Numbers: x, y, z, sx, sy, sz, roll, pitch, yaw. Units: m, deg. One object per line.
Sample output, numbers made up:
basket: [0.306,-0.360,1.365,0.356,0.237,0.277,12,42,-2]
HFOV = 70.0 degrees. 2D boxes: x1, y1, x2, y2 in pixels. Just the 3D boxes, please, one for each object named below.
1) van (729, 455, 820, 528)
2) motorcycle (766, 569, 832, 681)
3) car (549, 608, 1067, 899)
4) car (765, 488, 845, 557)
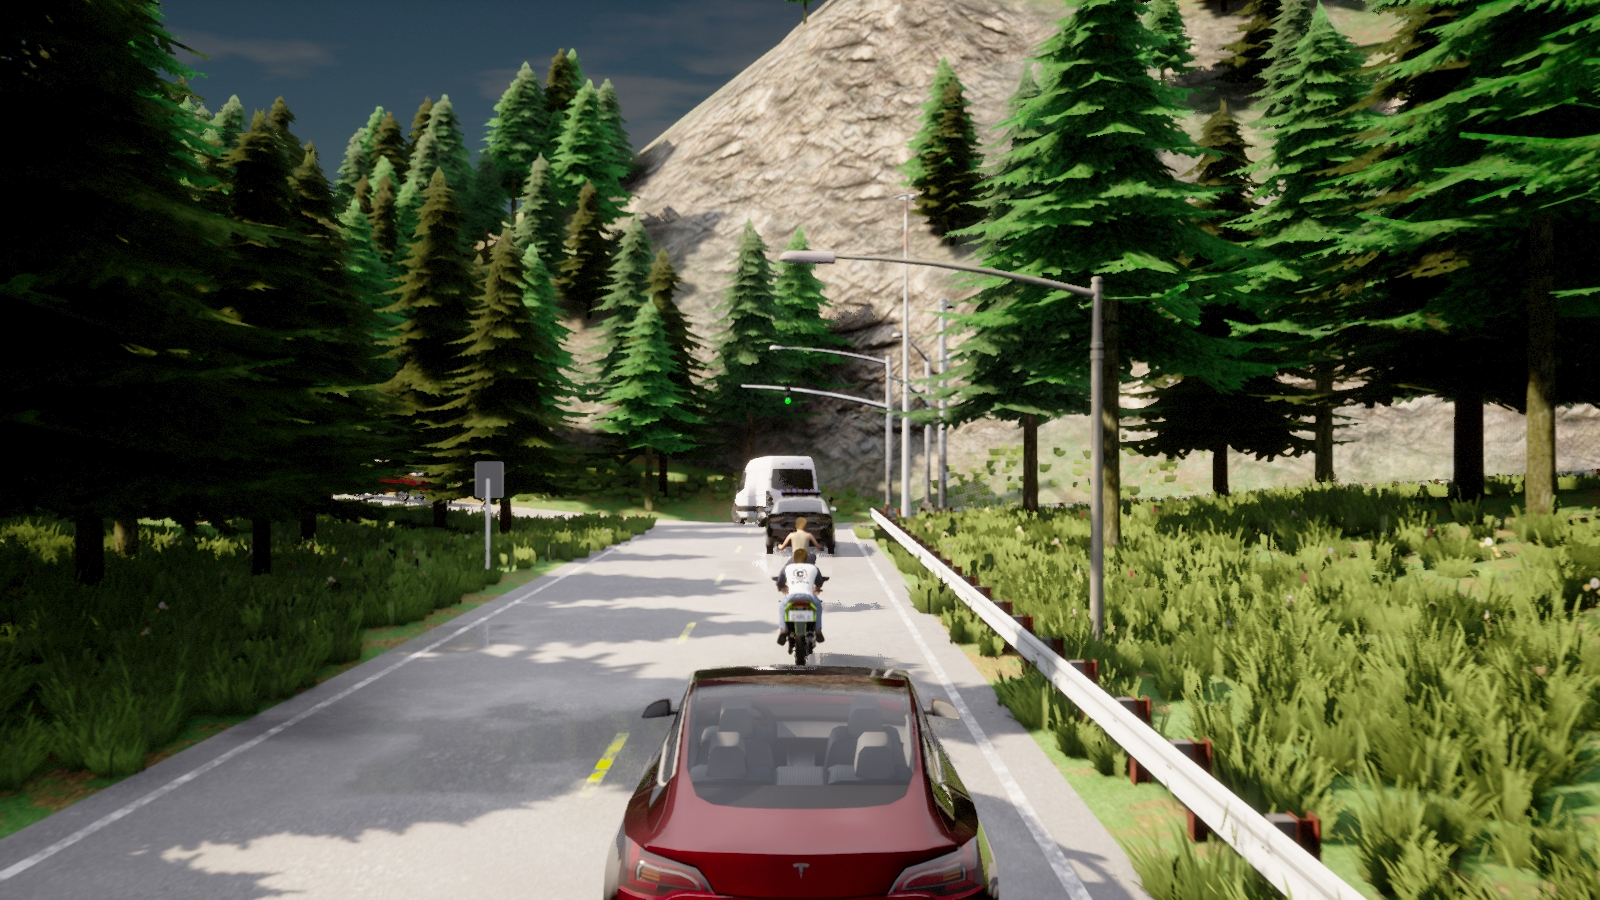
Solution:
van: [-1.069,1.600,43.305,1.988,2.561,5.915,1,-2,-16]
motorcycle: [-0.011,2.212,14.791,0.803,1.145,2.033,0,0,0]
car: [0.036,2.063,7.168,2.163,1.488,4.792,0,0,0]
car: [0.126,1.982,32.472,2.097,1.638,5.238,0,0,0]
